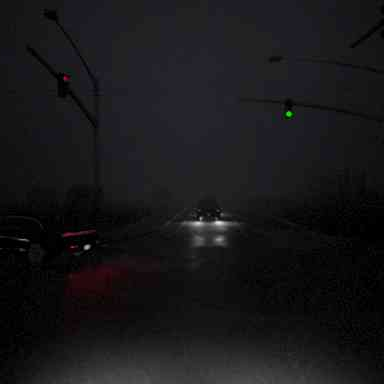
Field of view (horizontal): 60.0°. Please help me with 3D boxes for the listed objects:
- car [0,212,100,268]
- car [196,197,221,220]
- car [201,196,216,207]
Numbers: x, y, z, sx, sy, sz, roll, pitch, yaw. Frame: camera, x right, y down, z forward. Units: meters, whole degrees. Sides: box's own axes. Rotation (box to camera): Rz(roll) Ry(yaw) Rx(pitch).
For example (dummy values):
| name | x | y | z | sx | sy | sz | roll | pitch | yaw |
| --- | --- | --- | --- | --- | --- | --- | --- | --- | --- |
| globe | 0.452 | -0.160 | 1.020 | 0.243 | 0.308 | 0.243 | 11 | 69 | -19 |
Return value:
| name | x | y | z | sx | sy | sz | roll | pitch | yaw |
| --- | --- | --- | --- | --- | --- | --- | --- | --- | --- |
| car | -5.373 | 1.432 | 10.941 | 4.902 | 1.511 | 2.128 | 0 | 0 | 24 |
| car | 1.327 | 1.348 | 26.543 | 1.812 | 1.442 | 4.674 | 0 | 0 | 3 |
| car | 2.287 | 1.283 | 45.695 | 1.994 | 1.385 | 4.181 | 0 | 0 | 3 |
